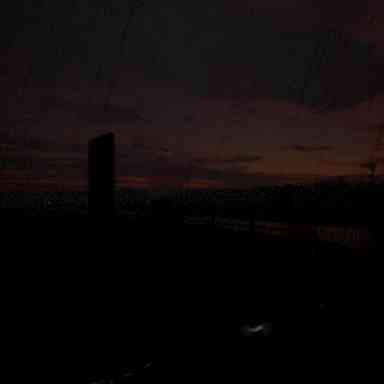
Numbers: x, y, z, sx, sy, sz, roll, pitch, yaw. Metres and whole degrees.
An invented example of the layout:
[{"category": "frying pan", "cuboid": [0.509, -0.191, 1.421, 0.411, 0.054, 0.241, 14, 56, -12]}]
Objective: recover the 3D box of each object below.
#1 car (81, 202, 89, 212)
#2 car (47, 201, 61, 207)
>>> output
[{"category": "car", "cuboid": [-16.090, 2.353, 52.050, 2.128, 1.511, 4.902, -1, -1, -34]}, {"category": "car", "cuboid": [-33.850, 3.078, 82.806, 2.033, 1.411, 5.357, -1, -1, -34]}]
